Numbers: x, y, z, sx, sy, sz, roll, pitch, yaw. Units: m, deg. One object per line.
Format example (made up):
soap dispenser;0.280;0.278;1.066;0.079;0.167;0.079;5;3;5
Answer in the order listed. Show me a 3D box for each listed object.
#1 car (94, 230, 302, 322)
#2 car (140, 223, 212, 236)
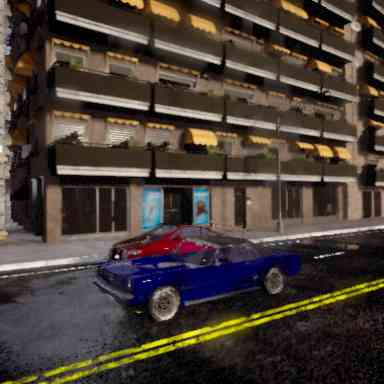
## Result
car;0.281;1.731;7.641;4.718;1.301;1.895;0;-1;-34
car;-0.565;1.754;10.993;4.181;1.385;1.994;0;-1;-34
